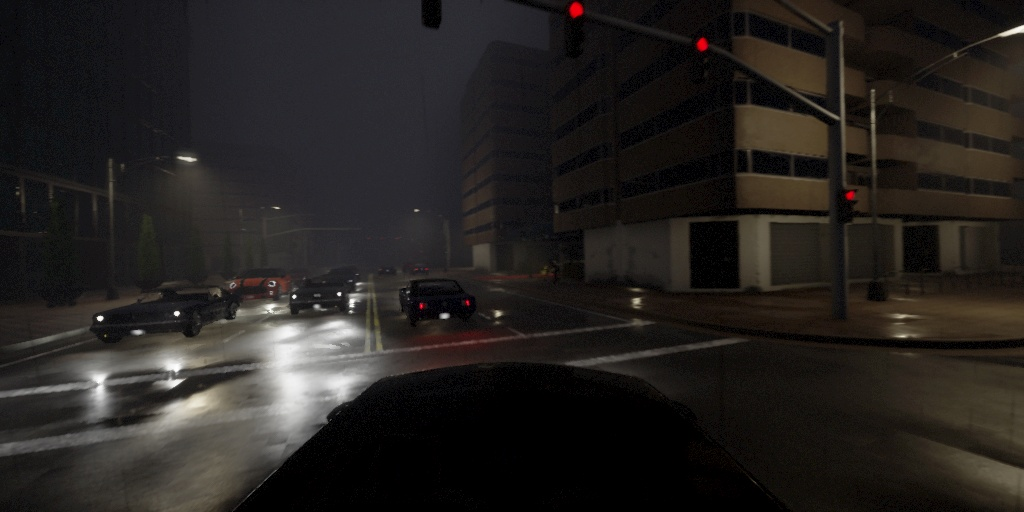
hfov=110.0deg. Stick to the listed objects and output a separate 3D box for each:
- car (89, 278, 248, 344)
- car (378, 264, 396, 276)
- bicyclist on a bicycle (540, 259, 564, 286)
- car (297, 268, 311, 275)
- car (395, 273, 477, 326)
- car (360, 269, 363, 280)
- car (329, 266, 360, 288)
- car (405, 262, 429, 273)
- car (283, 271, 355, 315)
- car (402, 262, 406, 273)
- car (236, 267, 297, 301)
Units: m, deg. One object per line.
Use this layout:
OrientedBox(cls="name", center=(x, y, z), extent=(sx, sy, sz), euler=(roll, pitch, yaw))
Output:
OrientedBox(cls="car", center=(-9.960, 1.574, 10.825), extent=(1.895, 1.301, 4.718), euler=(-1, 0, -22))
OrientedBox(cls="car", center=(-14.848, 1.645, 42.642), extent=(1.994, 1.385, 4.181), euler=(-1, 0, -21))
OrientedBox(cls="bicyclist on a bicycle", center=(2.416, 0.995, 21.609), extent=(1.656, 1.620, 0.582), euler=(-2, 0, -22))
OrientedBox(cls="car", center=(-16.899, 1.653, 28.389), extent=(1.812, 1.442, 4.674), euler=(-1, 0, -21))
OrientedBox(cls="car", center=(-2.714, 1.411, 12.141), extent=(1.895, 1.301, 4.718), euler=(-1, 0, -22))
OrientedBox(cls="car", center=(-14.951, 1.609, 33.016), extent=(1.812, 1.442, 4.674), euler=(-1, 0, -21))
OrientedBox(cls="car", center=(-11.187, 1.525, 23.435), extent=(1.812, 1.442, 4.674), euler=(-1, 0, -21))
OrientedBox(cls="car", center=(-11.156, 1.545, 42.944), extent=(2.033, 1.411, 5.357), euler=(-1, 0, -22))
OrientedBox(cls="car", center=(-7.839, 1.526, 14.977), extent=(1.895, 1.301, 4.718), euler=(-1, 0, -22))
OrientedBox(cls="car", center=(-14.860, 1.558, 52.067), extent=(1.882, 1.535, 5.008), euler=(-1, 0, -22))
OrientedBox(cls="car", center=(-13.231, 1.398, 19.091), extent=(2.097, 1.767, 4.553), euler=(-1, 0, -22))
